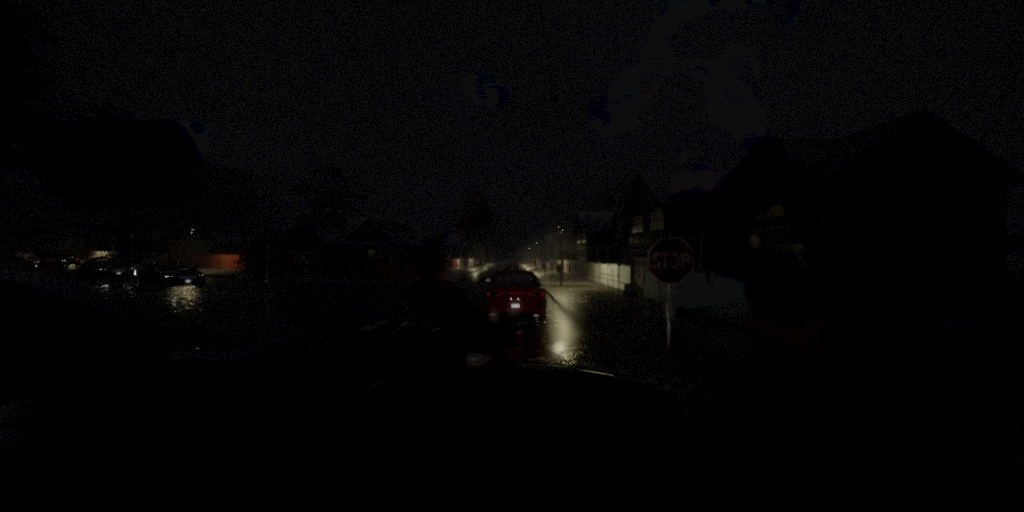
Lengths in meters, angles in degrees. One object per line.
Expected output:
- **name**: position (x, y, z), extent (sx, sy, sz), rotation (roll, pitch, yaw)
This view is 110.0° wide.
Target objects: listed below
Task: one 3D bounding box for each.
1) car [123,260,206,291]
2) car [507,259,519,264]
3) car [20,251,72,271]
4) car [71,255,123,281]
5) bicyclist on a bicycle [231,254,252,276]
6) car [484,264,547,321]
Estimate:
- **car**: position (-18.638, 0.983, 19.496), extent (4.902, 1.511, 2.128), rotation (1, 1, 30)
- **car**: position (0.080, 1.369, 54.008), extent (1.895, 1.301, 4.718), rotation (0, 0, 0)
- **car**: position (-44.417, 0.428, 34.171), extent (4.553, 1.767, 2.097), rotation (1, 1, 30)
- **car**: position (-28.019, 0.837, 24.820), extent (4.902, 1.511, 2.128), rotation (1, 1, 30)
- **bicyclist on a bicycle**: position (-20.357, 0.659, 27.207), extent (0.582, 1.620, 1.656), rotation (1, 1, 30)
- **car**: position (0.096, 1.217, 12.453), extent (1.882, 1.535, 5.008), rotation (0, 0, 0)
